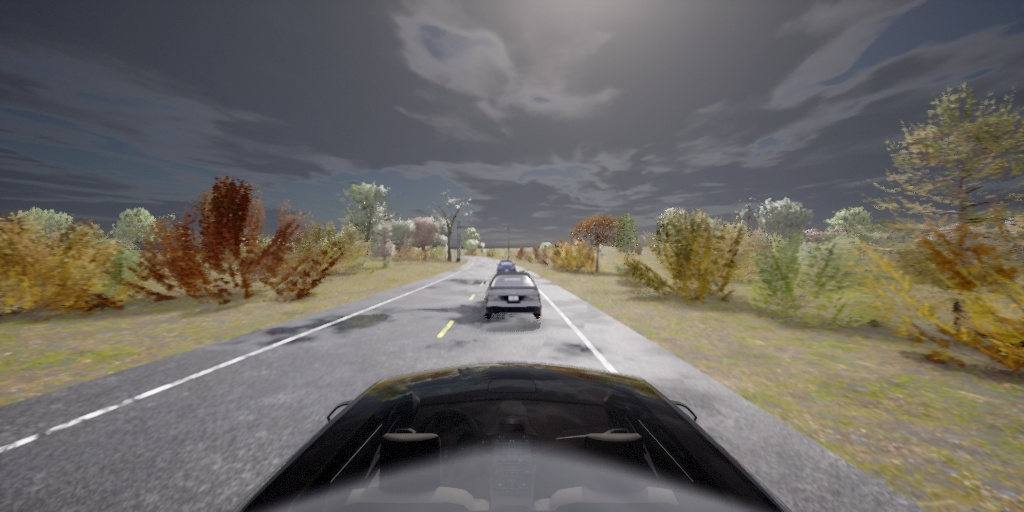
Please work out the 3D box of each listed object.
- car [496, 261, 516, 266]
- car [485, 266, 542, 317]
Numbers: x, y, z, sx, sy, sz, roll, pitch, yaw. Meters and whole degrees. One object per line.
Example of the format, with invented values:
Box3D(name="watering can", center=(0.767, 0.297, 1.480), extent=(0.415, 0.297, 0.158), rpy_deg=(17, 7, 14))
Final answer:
Box3D(name="car", center=(-0.569, 1.174, 35.569), extent=(1.812, 1.442, 4.674), rpy_deg=(0, 0, -2))
Box3D(name="car", center=(0.011, 1.270, 12.931), extent=(2.033, 1.411, 5.357), rpy_deg=(0, 0, -1))
